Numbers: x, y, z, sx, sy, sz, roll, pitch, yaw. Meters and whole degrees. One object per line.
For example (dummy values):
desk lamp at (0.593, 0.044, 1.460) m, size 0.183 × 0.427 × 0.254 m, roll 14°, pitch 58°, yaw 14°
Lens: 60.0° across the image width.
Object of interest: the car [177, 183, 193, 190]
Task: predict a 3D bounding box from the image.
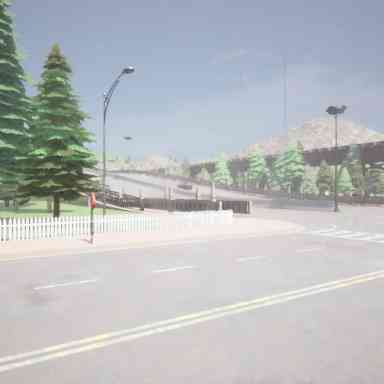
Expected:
car at (-1.702, -1.378, 78.264) m, size 2.128 × 1.511 × 4.902 m, roll 0°, pitch 7°, yaw -34°

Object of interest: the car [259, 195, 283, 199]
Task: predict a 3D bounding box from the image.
car at (13.261, 1.275, 55.892) m, size 1.812 × 1.442 × 4.674 m, roll 0°, pitch 3°, yaw -34°
